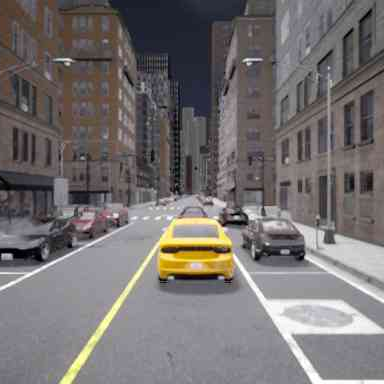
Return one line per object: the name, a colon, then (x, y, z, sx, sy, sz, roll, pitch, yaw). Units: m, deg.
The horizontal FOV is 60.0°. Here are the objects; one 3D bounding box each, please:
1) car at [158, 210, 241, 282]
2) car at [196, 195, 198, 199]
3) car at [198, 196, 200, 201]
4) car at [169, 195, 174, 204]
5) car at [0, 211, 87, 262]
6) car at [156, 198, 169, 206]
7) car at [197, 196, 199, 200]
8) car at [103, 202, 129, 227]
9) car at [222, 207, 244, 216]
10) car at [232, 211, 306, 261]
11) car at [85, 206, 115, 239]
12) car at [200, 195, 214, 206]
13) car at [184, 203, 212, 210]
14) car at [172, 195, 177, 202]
car: (0.096, 1.523, 9.956, 1.882, 1.535, 5.008, 0, 0, 0)
car: (2.940, 1.982, 92.918, 1.967, 1.590, 4.097, 0, 0, 0)
car: (2.903, 1.930, 71.282, 2.008, 1.369, 4.403, 0, 0, 0)
car: (-5.621, 1.930, 71.294, 2.008, 1.369, 4.403, 0, 0, 0)
car: (-5.671, 1.622, 12.372, 1.947, 1.339, 4.313, 0, 0, 0)
car: (-5.641, 1.892, 60.477, 1.802, 1.307, 4.206, 0, 0, 0)
car: (2.921, 1.897, 82.101, 1.967, 1.590, 4.097, 0, 0, 0)
car: (-5.672, 1.547, 23.375, 1.967, 1.590, 4.097, 0, 0, 0)
car: (2.854, 1.673, 23.375, 1.947, 1.339, 4.313, 0, 0, 0)
car: (2.854, 1.607, 12.373, 2.008, 1.369, 4.403, 0, 0, 0)
car: (-5.672, 1.663, 17.873, 1.802, 1.307, 4.206, 0, 0, 0)
car: (2.884, 1.751, 60.465, 1.967, 1.590, 4.097, 0, 0, 0)
car: (0.099, 1.665, 22.149, 1.994, 1.385, 4.181, 0, 0, 0)
car: (-5.594, 2.022, 87.349, 1.752, 1.417, 4.829, 0, 0, 0)
